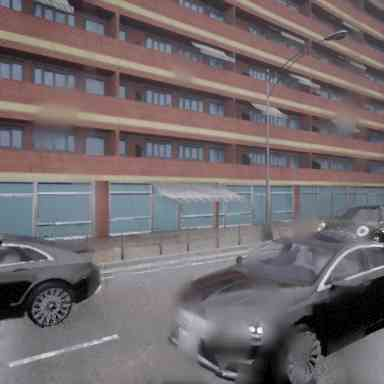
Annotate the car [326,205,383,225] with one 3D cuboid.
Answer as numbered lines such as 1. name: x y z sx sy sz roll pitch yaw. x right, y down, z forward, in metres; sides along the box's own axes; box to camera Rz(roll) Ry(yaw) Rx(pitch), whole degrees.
1. car: 6.978 1.351 13.247 4.553 1.767 2.097 0 0 -35

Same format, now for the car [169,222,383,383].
1. car: 1.957 1.492 5.371 4.902 1.511 2.128 0 0 -35

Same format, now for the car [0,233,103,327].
1. car: -3.987 1.492 5.460 4.902 1.511 2.128 0 0 -35
